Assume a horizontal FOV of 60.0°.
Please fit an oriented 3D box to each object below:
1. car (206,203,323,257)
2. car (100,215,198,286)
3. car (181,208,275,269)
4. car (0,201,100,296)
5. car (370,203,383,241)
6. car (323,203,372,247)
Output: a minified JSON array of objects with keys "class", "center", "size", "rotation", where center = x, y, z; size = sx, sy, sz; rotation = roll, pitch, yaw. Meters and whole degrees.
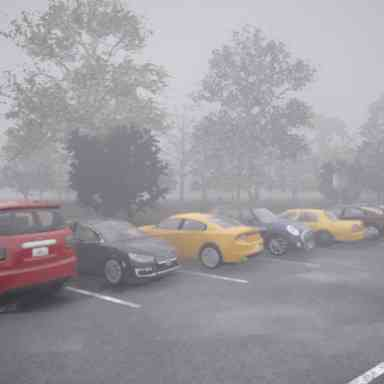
[{"class":"car","center":[2.295,1.309,12.802],"size":[4.553,1.767,2.185],"rotation":[-1,-1,35]},{"class":"car","center":[-2.560,1.479,9.386],"size":[4.892,1.521,2.231],"rotation":[-1,-1,35]},{"class":"car","center":[-0.120,1.459,11.080],"size":[5.008,1.535,2.097],"rotation":[-1,0,35]},{"class":"car","center":[-5.014,1.235,7.675],"size":[5.566,2.045,2.435],"rotation":[-1,0,34]},{"class":"car","center":[7.218,1.383,16.136],"size":[5.008,1.535,2.097],"rotation":[-1,0,36]},{"class":"car","center":[4.611,1.409,14.573],"size":[5.366,1.575,1.946],"rotation":[-1,0,35]}]
